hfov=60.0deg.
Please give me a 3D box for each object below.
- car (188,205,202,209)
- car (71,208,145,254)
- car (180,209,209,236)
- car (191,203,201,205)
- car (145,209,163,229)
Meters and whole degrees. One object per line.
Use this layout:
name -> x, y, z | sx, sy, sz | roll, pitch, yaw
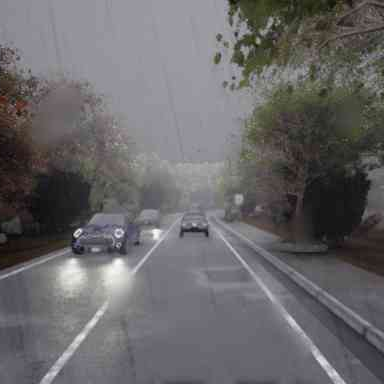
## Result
car -> 0.410, 2.847, 44.453 | 1.895, 1.301, 4.718 | -1, -1, 2
car -> -3.552, 1.616, 14.553 | 2.097, 1.767, 4.553 | 0, -2, 0
car -> 0.138, 2.065, 22.136 | 2.033, 1.411, 5.357 | 0, -2, 0
car -> 0.686, 3.363, 71.945 | 2.150, 2.045, 5.566 | 1, -2, 14
car -> -3.500, 2.215, 27.953 | 1.837, 1.490, 4.892 | 0, -2, 1
